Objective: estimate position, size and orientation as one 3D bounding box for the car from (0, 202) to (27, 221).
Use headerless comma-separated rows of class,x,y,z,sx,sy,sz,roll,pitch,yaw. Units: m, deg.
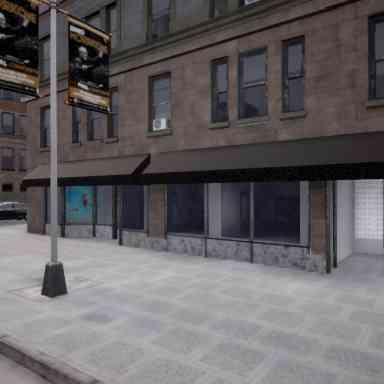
car,-14.158,1.545,25.258,1.837,1.490,4.892,0,0,37
